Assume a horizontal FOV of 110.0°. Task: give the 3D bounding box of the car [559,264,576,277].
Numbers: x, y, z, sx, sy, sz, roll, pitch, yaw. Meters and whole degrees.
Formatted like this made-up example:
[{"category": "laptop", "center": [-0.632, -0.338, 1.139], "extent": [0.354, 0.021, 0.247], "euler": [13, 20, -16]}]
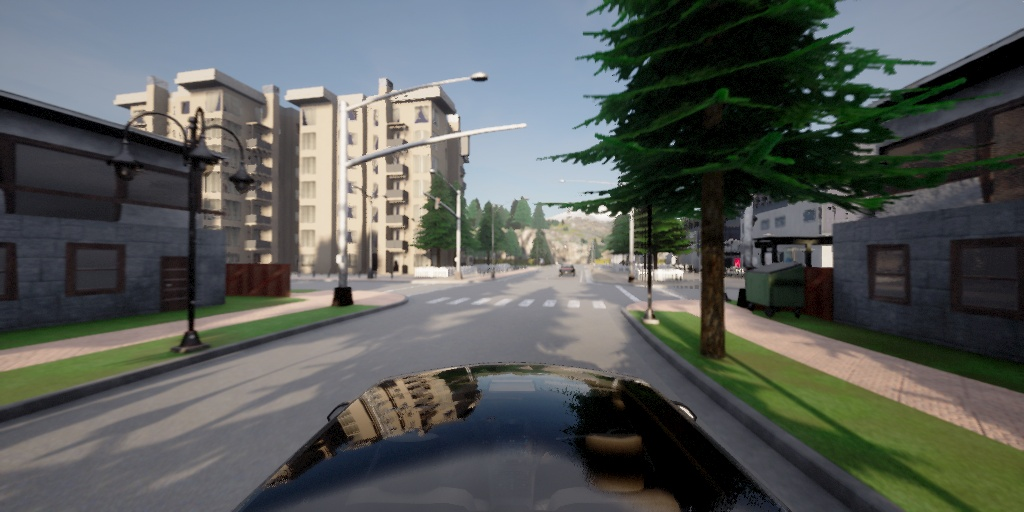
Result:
[{"category": "car", "center": [6.653, 1.673, 43.127], "extent": [2.128, 1.511, 4.902], "euler": [0, 0, 11]}]
